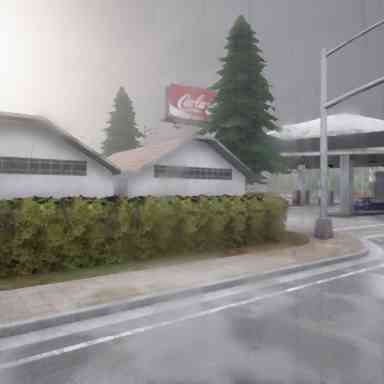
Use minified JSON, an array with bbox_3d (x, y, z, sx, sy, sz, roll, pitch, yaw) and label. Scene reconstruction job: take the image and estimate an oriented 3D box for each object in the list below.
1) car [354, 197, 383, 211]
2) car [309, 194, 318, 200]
[{"bbox_3d":[21.112,1.472,39.526,4.611,1.667,2.242,0,0,-36],"label":"car"},{"bbox_3d":[32.171,1.315,89.021,2.152,1.636,5.027,0,0,-36],"label":"car"}]
